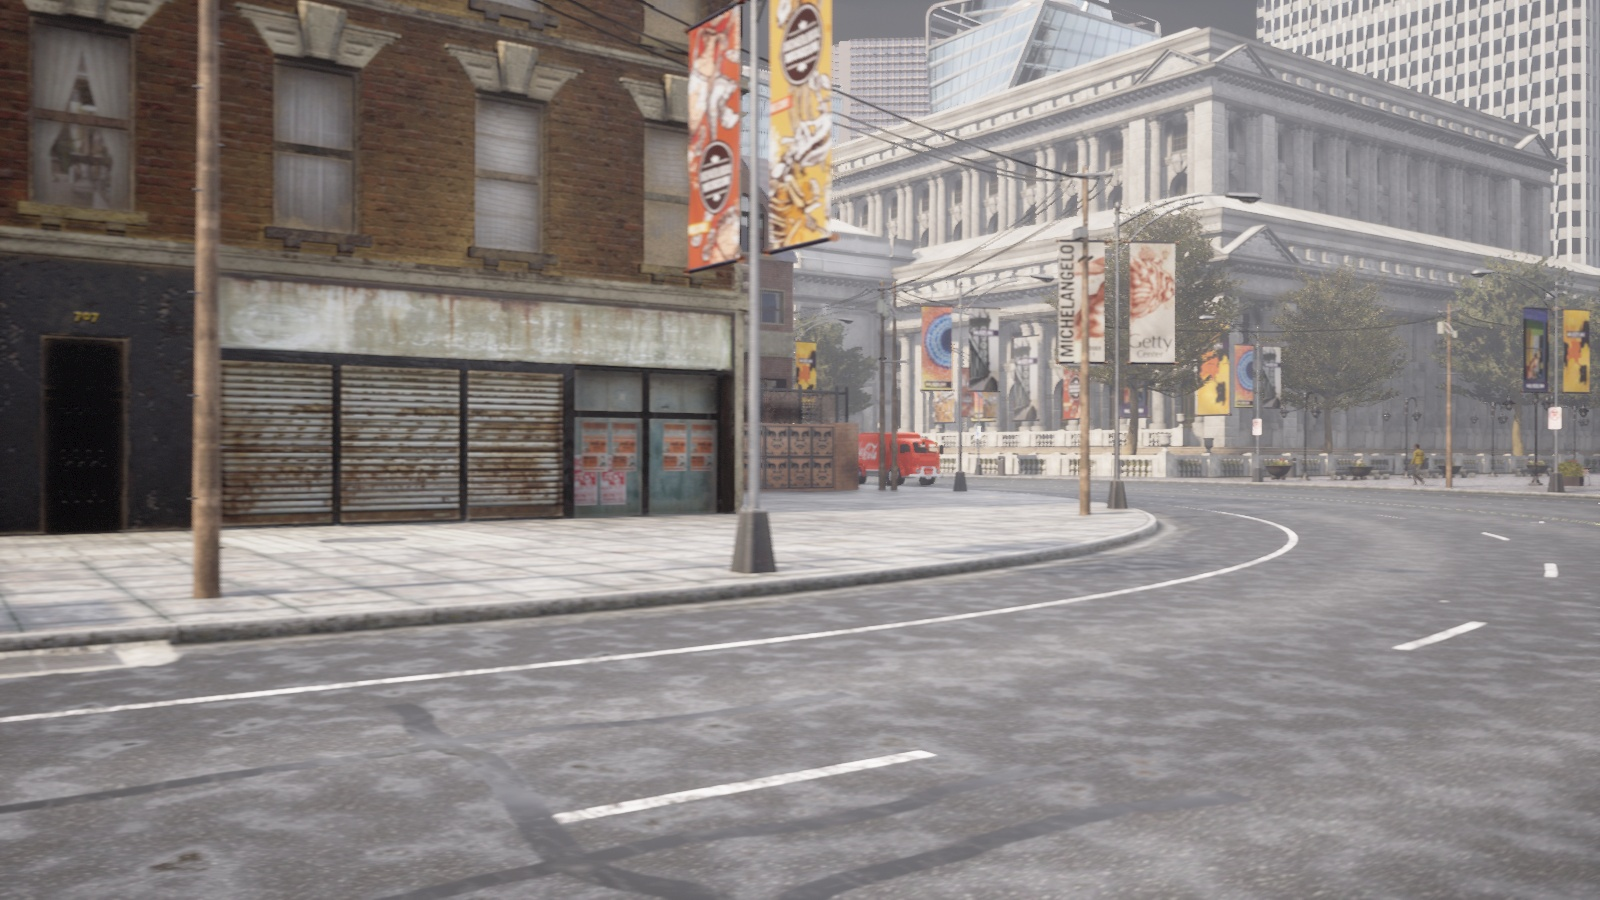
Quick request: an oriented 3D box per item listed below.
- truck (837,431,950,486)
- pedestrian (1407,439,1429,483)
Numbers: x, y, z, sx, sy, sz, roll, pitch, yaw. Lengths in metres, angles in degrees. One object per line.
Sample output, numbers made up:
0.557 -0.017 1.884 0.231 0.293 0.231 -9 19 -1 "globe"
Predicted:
4.333 0.394 58.965 2.627 2.467 5.204 0 0 -34 "truck"
26.146 0.476 53.154 0.431 1.840 0.709 0 0 -28 "pedestrian"
